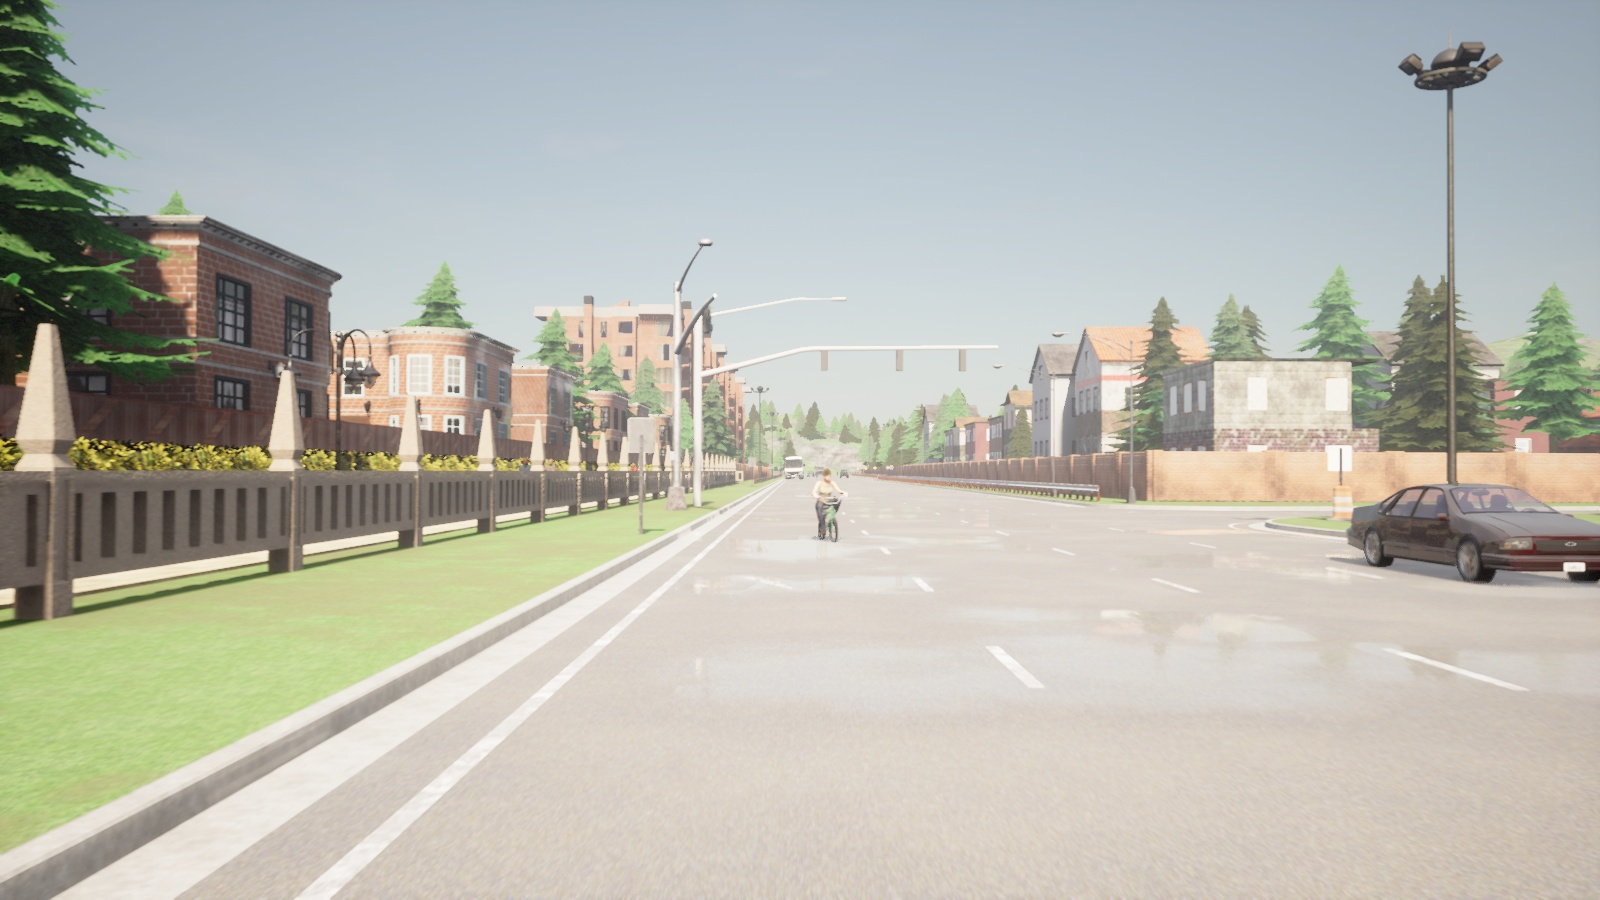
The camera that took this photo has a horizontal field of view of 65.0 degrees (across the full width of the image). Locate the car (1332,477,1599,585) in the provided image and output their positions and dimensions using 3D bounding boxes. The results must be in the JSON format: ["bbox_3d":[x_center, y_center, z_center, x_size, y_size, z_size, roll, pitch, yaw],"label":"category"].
[{"bbox_3d":[10.452,1.147,19.577,2.033,1.411,5.357,0,-1,0],"label":"car"}]

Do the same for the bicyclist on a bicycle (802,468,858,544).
[{"bbox_3d":[0.652,1.212,27.747,0.866,1.612,1.509,0,-1,-14],"label":"bicyclist on a bicycle"}]
